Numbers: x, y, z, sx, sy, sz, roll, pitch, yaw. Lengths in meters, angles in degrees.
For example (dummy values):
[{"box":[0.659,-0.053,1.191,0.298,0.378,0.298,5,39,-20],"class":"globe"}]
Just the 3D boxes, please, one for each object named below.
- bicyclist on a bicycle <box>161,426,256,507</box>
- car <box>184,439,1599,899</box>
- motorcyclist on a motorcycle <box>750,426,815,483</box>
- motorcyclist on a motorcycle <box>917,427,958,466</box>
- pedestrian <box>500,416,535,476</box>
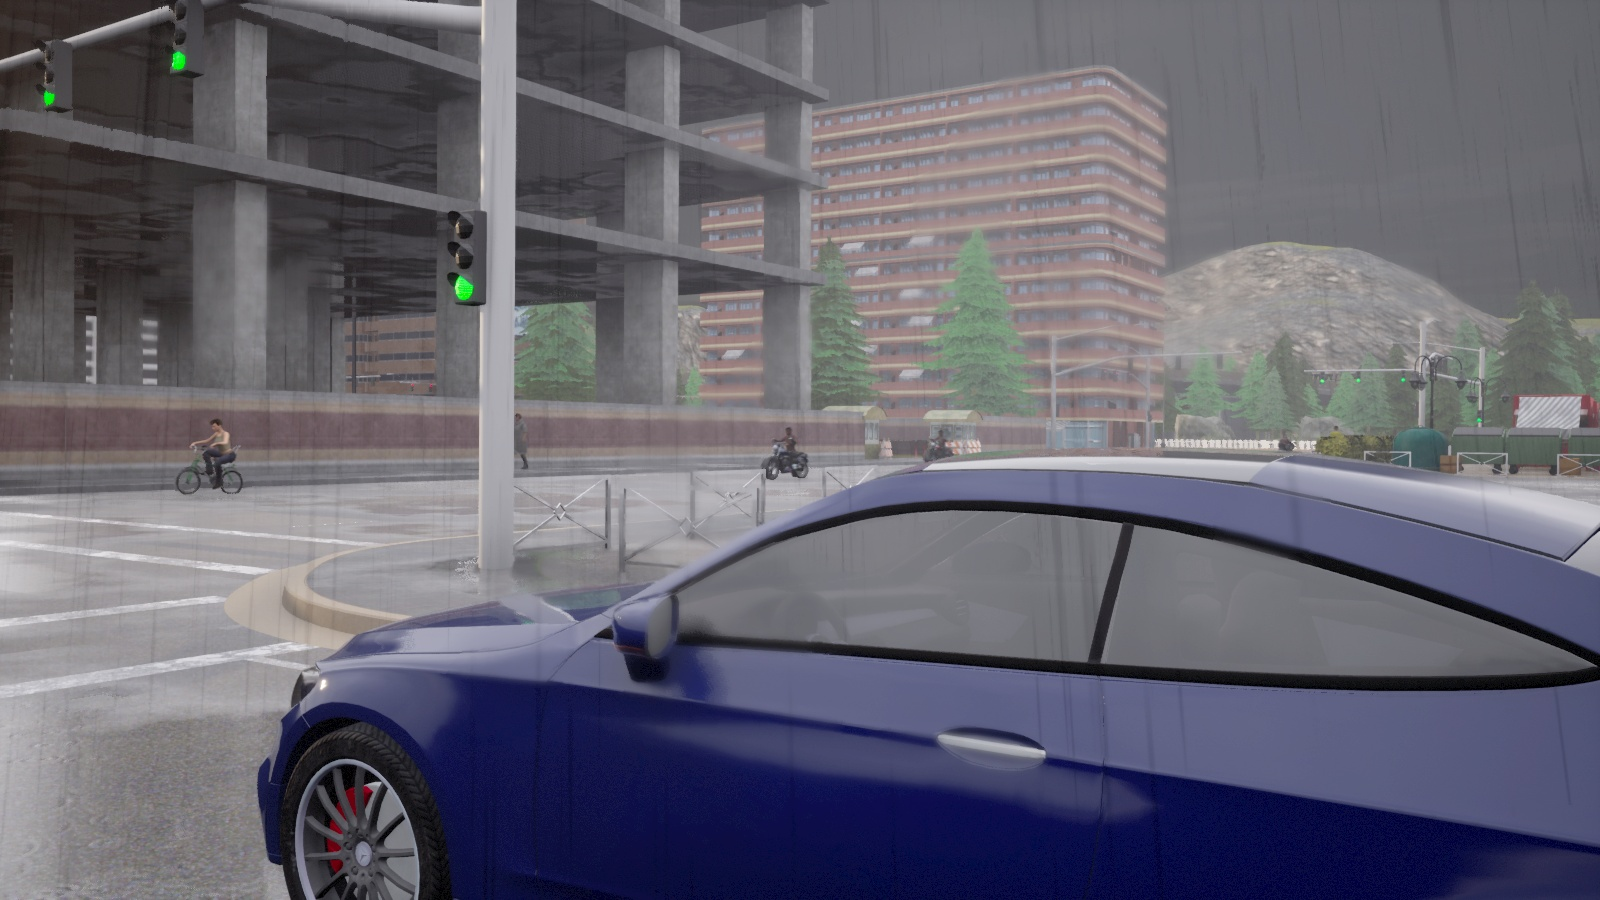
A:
[{"box":[-12.396,0.361,26.335,0.866,1.612,1.509,0,-3,34],"class":"bicyclist on a bicycle"},{"box":[0.620,0.708,3.212,4.674,1.442,1.812,0,1,34],"class":"car"},{"box":[-0.498,0.112,38.034,0.766,1.649,2.350,0,1,33],"class":"motorcyclist on a motorcycle"},{"box":[5.945,-0.167,54.166,0.766,1.649,2.350,0,1,33],"class":"motorcyclist on a motorcycle"},{"box":[-9.211,-0.139,40.977,0.659,1.952,0.873,0,1,33],"class":"pedestrian"}]
